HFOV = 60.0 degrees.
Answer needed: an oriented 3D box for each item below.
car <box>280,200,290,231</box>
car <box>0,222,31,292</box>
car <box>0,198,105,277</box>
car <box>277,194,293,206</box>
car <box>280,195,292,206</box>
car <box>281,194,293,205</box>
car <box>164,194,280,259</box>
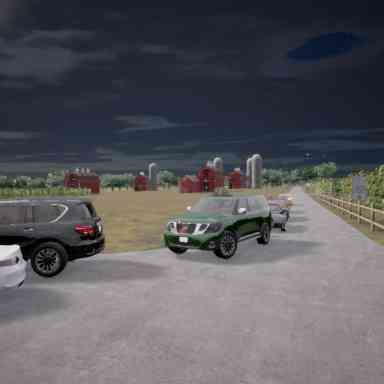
[{"bbox_3d":[4.376,1.386,19.032,1.994,1.385,4.181,0,0,17],"label":"car"},{"bbox_3d":[-5.797,1.614,6.374,4.674,1.442,1.812,-2,1,-28],"label":"car"},{"bbox_3d":[-5.385,1.231,9.616,5.566,2.045,2.150,-1,1,-4],"label":"car"},{"bbox_3d":[12.483,1.035,44.603,1.882,1.535,5.008,0,0,18],"label":"car"},{"bbox_3d":[6.215,1.243,24.770,1.882,1.535,5.008,0,0,17],"label":"car"},{"bbox_3d":[8.192,1.205,31.023,1.837,1.490,4.892,0,1,18],"label":"car"},{"bbox_3d":[1.271,1.112,12.702,2.150,2.045,5.566,0,0,34],"label":"car"}]
